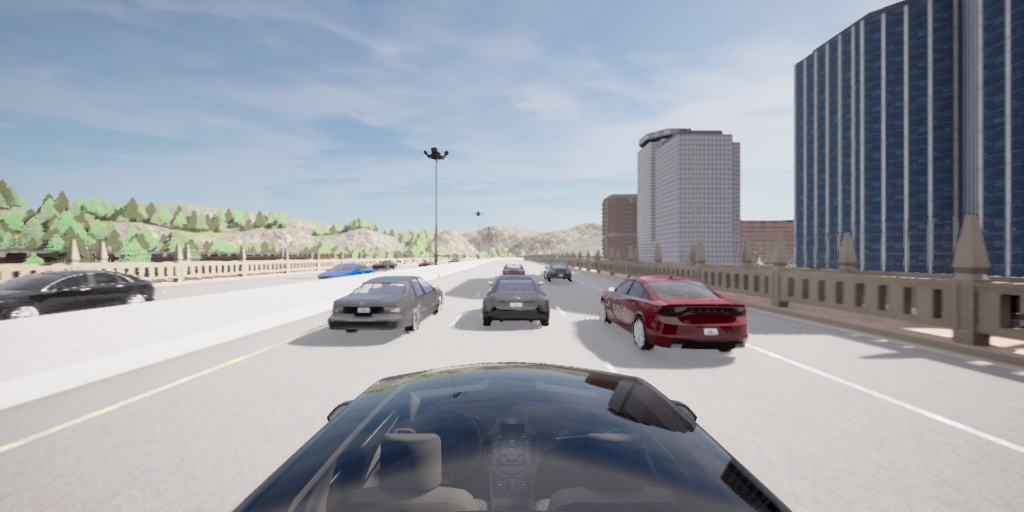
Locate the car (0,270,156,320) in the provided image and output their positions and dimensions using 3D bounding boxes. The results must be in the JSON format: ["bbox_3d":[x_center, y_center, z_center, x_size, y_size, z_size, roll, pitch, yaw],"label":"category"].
[{"bbox_3d":[-14.087,1.236,11.171,1.837,1.490,4.892,0,0,0],"label":"car"}]

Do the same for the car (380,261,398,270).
[{"bbox_3d":[-17.467,1.351,49.561,1.895,1.301,4.718,0,0,1],"label":"car"}]

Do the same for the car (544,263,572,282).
[{"bbox_3d":[3.635,1.261,28.914,1.812,1.442,4.674,0,0,0],"label":"car"}]

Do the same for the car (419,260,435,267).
[{"bbox_3d":[-13.927,1.369,59.445,1.895,1.301,4.718,0,0,0],"label":"car"}]

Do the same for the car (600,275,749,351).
[{"bbox_3d":[3.613,1.219,8.983,1.882,1.535,5.008,0,0,0],"label":"car"}]

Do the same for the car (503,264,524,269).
[{"bbox_3d":[0.140,1.336,31.491,1.895,1.301,4.718,0,0,0],"label":"car"}]

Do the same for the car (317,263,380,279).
[{"bbox_3d":[-10.568,1.205,23.089,1.882,1.535,5.008,0,0,0],"label":"car"}]

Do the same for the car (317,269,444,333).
[{"bbox_3d":[-3.390,1.284,10.708,2.033,1.411,5.357,0,0,0],"label":"car"}]

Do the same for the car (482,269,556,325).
[{"bbox_3d":[0.117,1.301,11.812,1.994,1.385,4.181,0,0,0],"label":"car"}]
